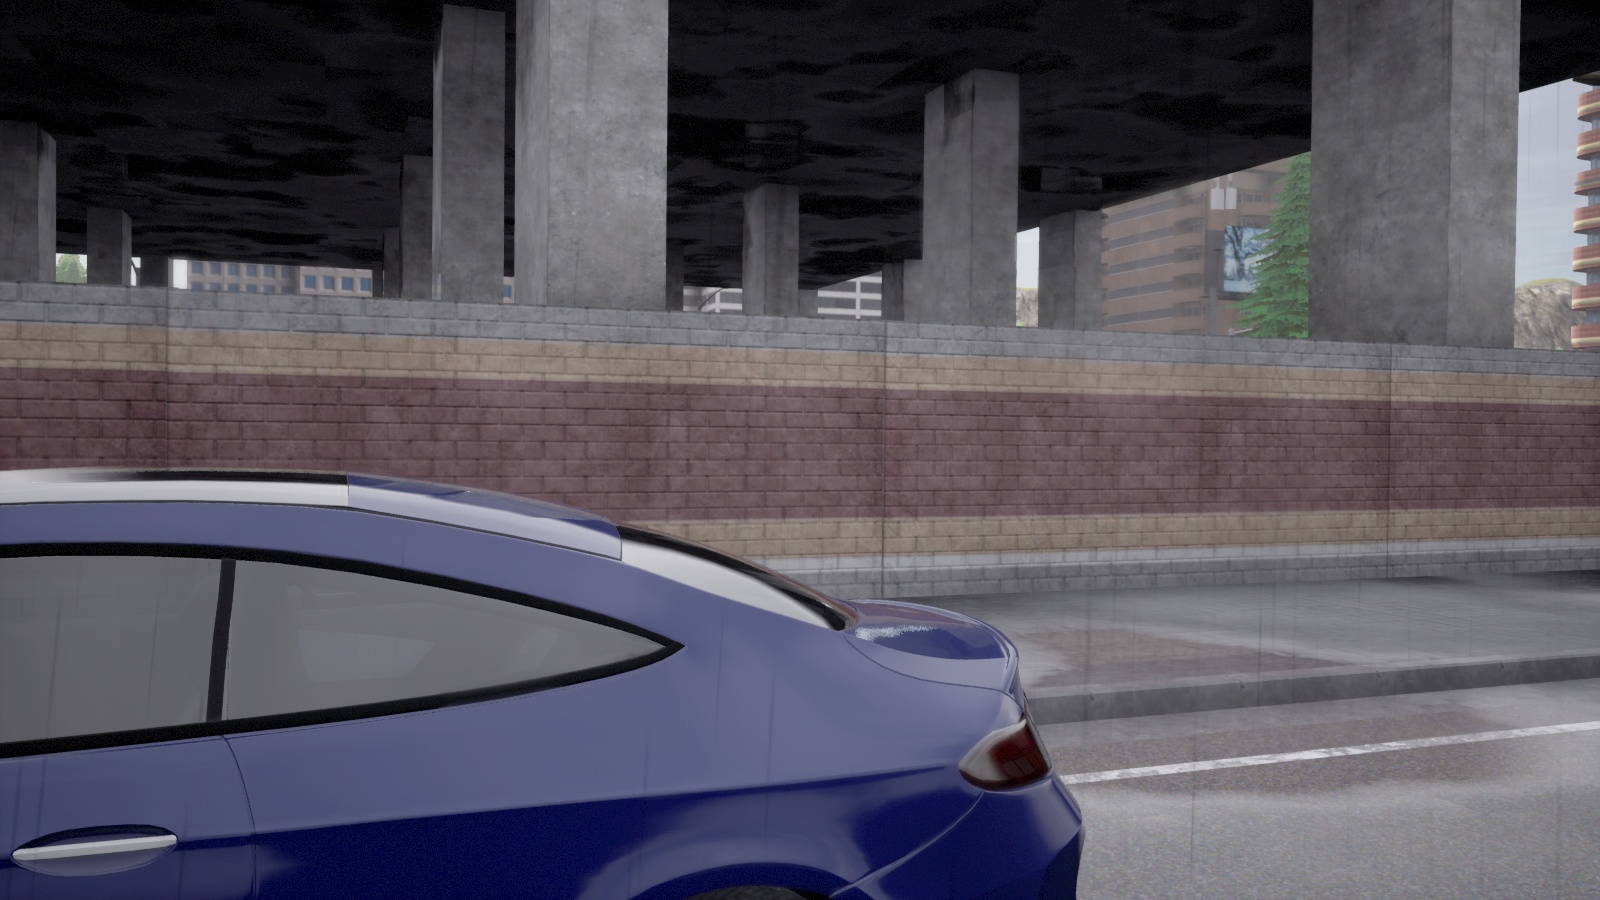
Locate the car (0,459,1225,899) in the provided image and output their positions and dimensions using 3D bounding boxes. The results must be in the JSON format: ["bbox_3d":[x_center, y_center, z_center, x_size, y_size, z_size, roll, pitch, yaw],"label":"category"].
[{"bbox_3d":[-1.621,0.799,2.622,4.674,1.442,1.812,-1,1,-21],"label":"car"}]
